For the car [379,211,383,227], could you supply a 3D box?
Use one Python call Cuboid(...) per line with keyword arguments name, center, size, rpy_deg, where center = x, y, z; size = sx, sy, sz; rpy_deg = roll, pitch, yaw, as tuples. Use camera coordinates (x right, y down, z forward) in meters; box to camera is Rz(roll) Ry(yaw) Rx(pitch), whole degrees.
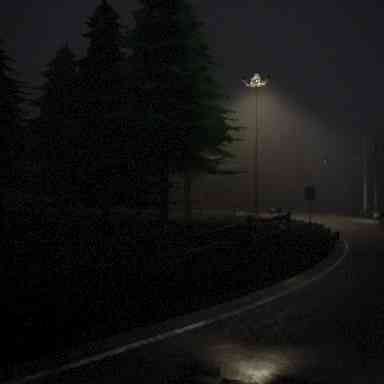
Cuboid(name="car", center=(12.991, 1.494, 20.032), size=(2.128, 1.511, 4.902), rpy_deg=(0, 0, 8))
